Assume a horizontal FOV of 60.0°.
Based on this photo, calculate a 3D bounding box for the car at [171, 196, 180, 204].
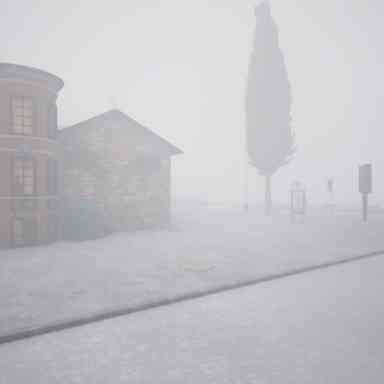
[{"bbox_3d":[-2.800,1.343,57.506,2.033,1.411,5.357,0,0,-35],"label":"car"}]

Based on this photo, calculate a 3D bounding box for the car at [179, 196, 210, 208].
[{"bbox_3d":[0.593,1.387,45.628,1.994,1.385,4.181,0,0,-35],"label":"car"}]
